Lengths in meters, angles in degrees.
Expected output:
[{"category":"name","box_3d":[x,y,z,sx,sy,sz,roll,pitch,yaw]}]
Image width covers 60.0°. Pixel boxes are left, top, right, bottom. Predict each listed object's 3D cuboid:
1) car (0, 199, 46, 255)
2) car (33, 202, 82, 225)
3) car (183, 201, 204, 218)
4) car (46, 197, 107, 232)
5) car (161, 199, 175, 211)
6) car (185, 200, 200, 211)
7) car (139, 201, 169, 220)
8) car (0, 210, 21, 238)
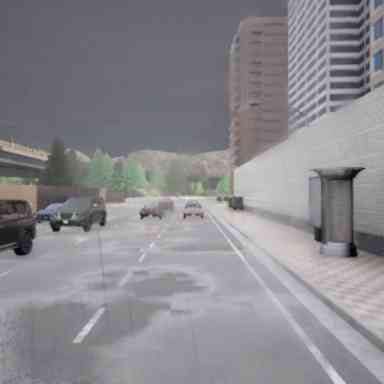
[{"category":"car","box_3d":[-7.075,1.272,10.623,2.150,2.045,5.566,0,0,0]},{"category":"car","box_3d":[-10.538,1.603,26.548,1.882,1.535,5.008,0,0,0]},{"category":"car","box_3d":[0.121,1.748,31.433,1.895,1.301,4.718,0,0,0]},{"category":"car","box_3d":[-7.047,1.322,21.350,2.150,2.045,5.566,0,0,0]},{"category":"car","box_3d":[-3.408,1.688,45.071,1.882,1.535,5.008,0,0,0]},{"category":"car","box_3d":[0.088,1.810,44.711,1.895,1.301,4.718,0,0,1]},{"category":"car","box_3d":[-3.465,1.742,30.032,1.895,1.301,4.718,0,0,0]},{"category":"car","box_3d":[-10.574,1.678,16.329,1.895,1.301,4.718,0,0,0]}]
